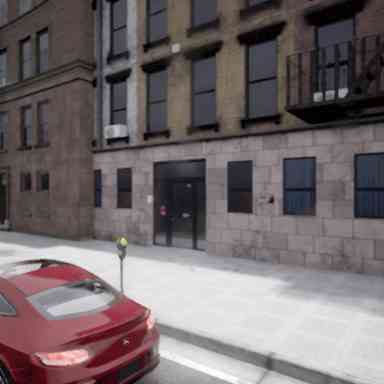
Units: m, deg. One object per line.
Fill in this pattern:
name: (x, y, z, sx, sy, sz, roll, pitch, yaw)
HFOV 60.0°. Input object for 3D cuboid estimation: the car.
car: (-2.302, 1.583, 4.459, 4.206, 1.307, 1.802, 0, 0, 36)
